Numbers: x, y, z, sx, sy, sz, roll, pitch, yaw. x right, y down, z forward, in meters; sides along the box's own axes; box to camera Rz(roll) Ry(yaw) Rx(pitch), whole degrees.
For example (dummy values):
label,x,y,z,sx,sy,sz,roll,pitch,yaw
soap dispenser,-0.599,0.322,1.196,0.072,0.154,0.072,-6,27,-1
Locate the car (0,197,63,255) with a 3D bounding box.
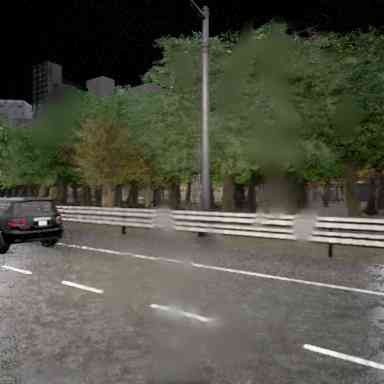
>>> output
label,x,y,z,sx,sy,sz,roll,pitch,yaw
car,-7.581,1.227,13.592,5.566,2.045,2.150,0,0,36
